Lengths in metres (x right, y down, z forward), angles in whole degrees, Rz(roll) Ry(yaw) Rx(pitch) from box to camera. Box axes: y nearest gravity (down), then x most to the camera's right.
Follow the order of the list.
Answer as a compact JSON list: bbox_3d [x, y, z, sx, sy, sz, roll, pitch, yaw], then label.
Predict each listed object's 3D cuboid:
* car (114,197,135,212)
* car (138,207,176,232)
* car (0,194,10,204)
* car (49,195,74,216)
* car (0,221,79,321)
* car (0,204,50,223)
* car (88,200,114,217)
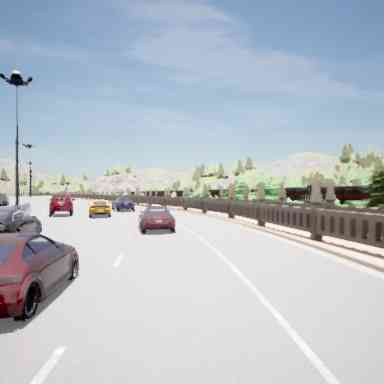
[{"bbox_3d":[-8.470,1.383,40.584,2.097,1.767,4.553,0,0,-22],"label":"car"},{"bbox_3d":[-2.197,1.572,20.167,1.994,1.385,4.181,0,0,-11],"label":"car"},{"bbox_3d":[-26.012,1.319,45.077,2.150,2.045,5.566,0,0,-26],"label":"car"},{"bbox_3d":[-13.257,1.271,33.866,2.150,2.045,5.566,0,0,-20],"label":"car"},{"bbox_3d":[-3.898,1.579,7.256,1.994,1.385,4.181,0,0,-4],"label":"car"},{"bbox_3d":[-8.332,1.523,15.001,2.128,1.511,4.902,0,0,-9],"label":"car"},{"bbox_3d":[-8.874,1.511,31.846,1.882,1.535,5.008,0,0,-18],"label":"car"}]
